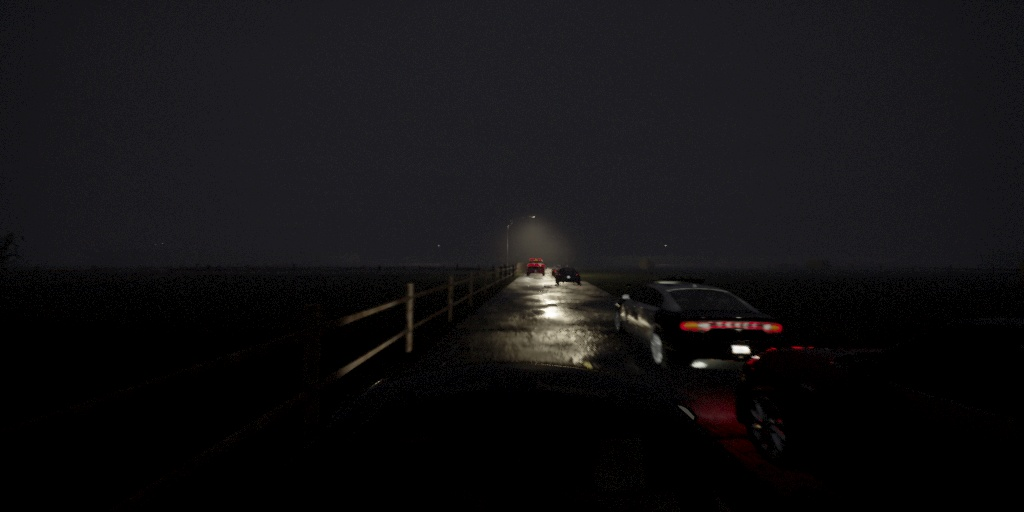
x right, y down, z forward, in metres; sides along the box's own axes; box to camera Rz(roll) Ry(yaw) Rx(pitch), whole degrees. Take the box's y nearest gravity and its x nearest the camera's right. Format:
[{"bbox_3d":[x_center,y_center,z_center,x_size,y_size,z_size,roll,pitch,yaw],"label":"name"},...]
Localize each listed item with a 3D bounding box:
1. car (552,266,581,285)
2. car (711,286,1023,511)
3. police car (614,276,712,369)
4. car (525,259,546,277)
[{"bbox_3d":[4.563,1.604,29.657,1.994,1.385,4.181,1,0,6],"label":"car"},{"bbox_3d":[3.524,1.153,2.131,2.097,1.767,4.553,1,0,0],"label":"car"},{"bbox_3d":[3.701,1.279,8.178,1.930,1.638,5.238,1,0,3],"label":"police car"},{"bbox_3d":[2.830,1.338,42.251,2.150,2.045,5.566,1,0,5],"label":"car"}]
